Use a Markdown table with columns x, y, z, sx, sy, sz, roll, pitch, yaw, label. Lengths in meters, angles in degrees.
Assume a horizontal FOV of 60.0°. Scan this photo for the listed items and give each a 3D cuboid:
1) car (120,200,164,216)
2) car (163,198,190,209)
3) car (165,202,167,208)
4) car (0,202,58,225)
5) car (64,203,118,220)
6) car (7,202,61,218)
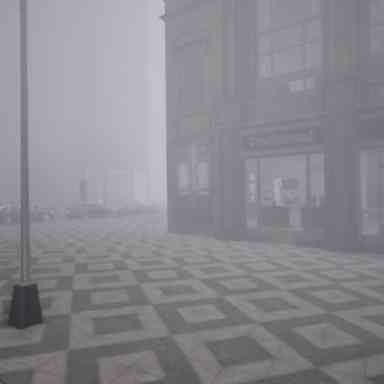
| x | y | z | sx | sy | sz | roll | pitch | yaw | label |
| --- | --- | --- | --- | --- | --- | --- | --- | --- | --- |
| -5.146 | 1.554 | 32.524 | 1.752 | 1.417 | 4.829 | -1 | -1 | 35 | car |
| -2.354 | 1.691 | 51.215 | 1.967 | 1.590 | 4.097 | -1 | -1 | 35 | car |
| -5.628 | 1.796 | 46.589 | 1.802 | 1.307 | 4.206 | -1 | -1 | 35 | car |
| -11.797 | 1.533 | 23.133 | 2.008 | 1.369 | 4.403 | -1 | -1 | 35 | car |
| -8.520 | 1.569 | 27.761 | 1.947 | 1.339 | 4.313 | -1 | -1 | 35 | car |
| -15.458 | 1.680 | 32.712 | 2.008 | 1.369 | 4.403 | -1 | -1 | 35 | car |
